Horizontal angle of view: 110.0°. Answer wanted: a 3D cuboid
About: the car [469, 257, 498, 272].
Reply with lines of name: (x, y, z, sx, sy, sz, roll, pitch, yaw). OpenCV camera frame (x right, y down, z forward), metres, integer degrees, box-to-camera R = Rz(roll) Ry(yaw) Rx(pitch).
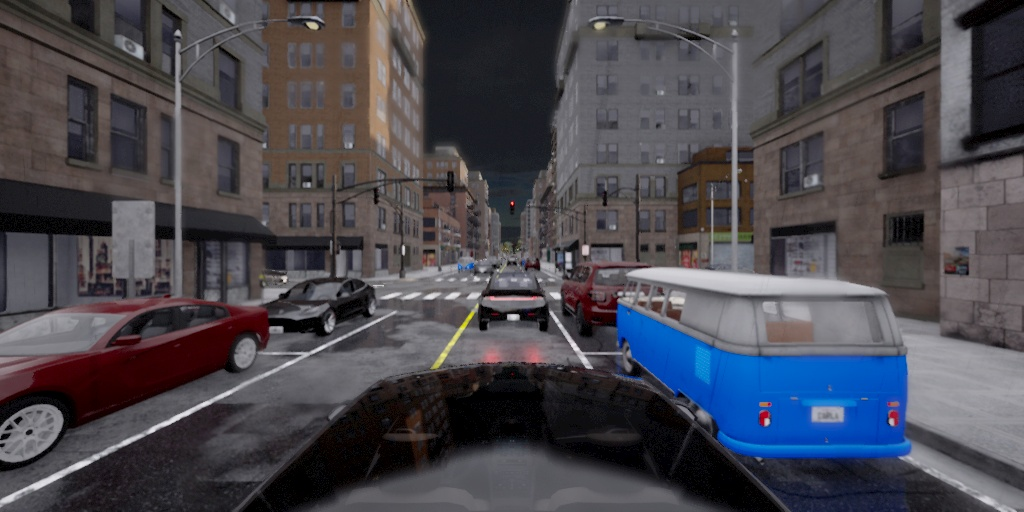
car: (-2.850, 1.191, 36.824, 2.128, 1.511, 4.902, 0, 0, 0)

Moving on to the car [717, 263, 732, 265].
car: (14.654, 1.210, 25.231, 4.181, 1.385, 1.994, 0, 0, 0)

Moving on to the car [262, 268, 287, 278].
car: (-16.539, 1.278, 22.232, 4.902, 1.511, 2.128, 0, 0, 0)

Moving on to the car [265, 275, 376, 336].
car: (-5.384, 1.304, 10.355, 1.948, 1.339, 4.313, 0, 0, 0)

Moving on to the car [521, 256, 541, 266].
car: (2.701, 0.999, 47.728, 2.192, 1.841, 5.009, 0, 0, 0)

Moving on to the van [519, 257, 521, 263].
van: (2.683, 1.000, 63.947, 1.690, 1.789, 3.998, 0, 0, 0)

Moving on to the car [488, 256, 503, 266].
car: (-2.839, 1.029, 52.879, 2.097, 1.767, 4.553, 0, 0, 1)

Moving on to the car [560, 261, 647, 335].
car: (2.641, 1.053, 10.357, 2.192, 1.841, 5.009, 0, 0, 0)

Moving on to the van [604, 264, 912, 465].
van: (2.642, 1.087, 4.846, 1.690, 1.789, 3.998, 0, 0, 0)

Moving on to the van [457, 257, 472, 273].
van: (-5.411, 1.033, 42.319, 1.690, 1.789, 3.998, 0, 0, 0)

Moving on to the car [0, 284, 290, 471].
car: (-5.383, 1.291, 4.845, 1.888, 1.381, 4.507, 0, 0, 0)

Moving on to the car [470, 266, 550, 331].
car: (0.049, 1.229, 10.895, 2.128, 1.511, 4.902, 0, 0, 0)
